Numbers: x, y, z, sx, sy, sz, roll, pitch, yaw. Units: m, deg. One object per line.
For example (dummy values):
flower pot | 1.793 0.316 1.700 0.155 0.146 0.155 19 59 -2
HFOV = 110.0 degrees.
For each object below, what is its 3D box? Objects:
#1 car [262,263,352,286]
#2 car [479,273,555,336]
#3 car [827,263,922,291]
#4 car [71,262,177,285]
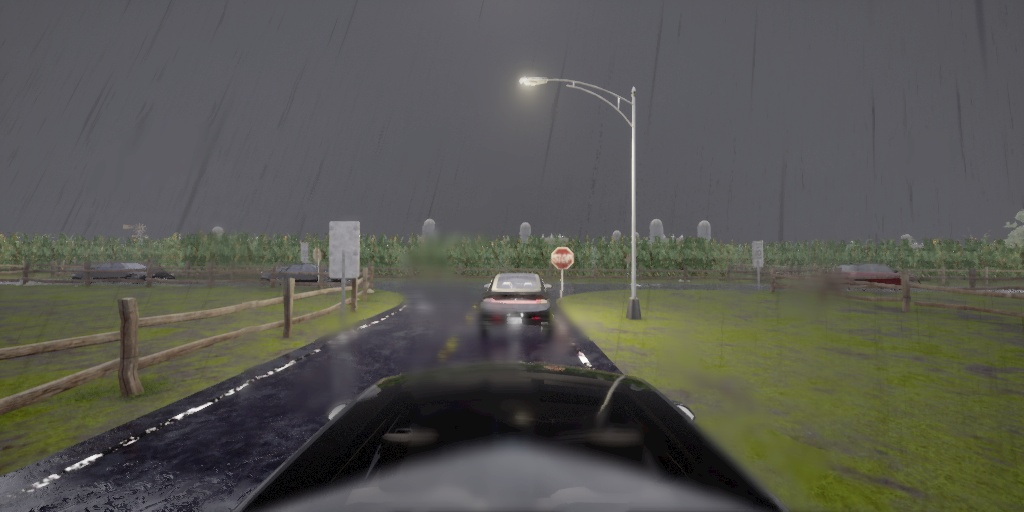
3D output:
car | -13.215 1.192 23.415 5.357 1.411 2.033 0 -1 1
car | 0.161 1.244 10.386 2.128 1.511 4.902 0 0 2
car | 23.297 1.278 23.130 4.553 1.767 2.097 0 -1 1
car | -25.352 1.110 23.509 5.357 1.411 2.033 0 -1 1
